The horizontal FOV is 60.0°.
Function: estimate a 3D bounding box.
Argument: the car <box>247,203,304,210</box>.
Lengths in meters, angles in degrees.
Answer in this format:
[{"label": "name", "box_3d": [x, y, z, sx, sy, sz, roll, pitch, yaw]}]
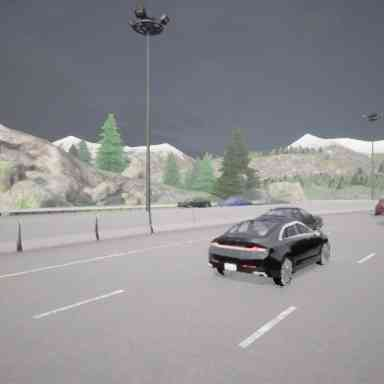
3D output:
[{"label": "car", "box_3d": [5.363, 1.547, 18.304, 2.033, 1.411, 5.357, 0, 0, 43]}]

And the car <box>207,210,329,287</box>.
[{"label": "car", "box_3d": [2.393, 1.491, 9.471, 2.128, 1.511, 4.902, 0, 0, 39]}]

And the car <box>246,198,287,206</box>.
[{"label": "car", "box_3d": [8.644, 1.491, 36.412, 4.902, 1.511, 2.128, 0, 0, -41]}]

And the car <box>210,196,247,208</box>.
[{"label": "car", "box_3d": [4.786, 1.477, 37.653, 5.008, 1.535, 1.882, 0, 0, -42]}]

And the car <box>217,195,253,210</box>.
[{"label": "car", "box_3d": [5.553, 1.352, 42.973, 4.553, 1.767, 2.097, 0, 0, -40]}]

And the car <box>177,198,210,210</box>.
[{"label": "car", "box_3d": [0.293, 1.477, 43.008, 5.008, 1.535, 1.882, 0, 0, -42]}]

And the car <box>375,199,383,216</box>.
[{"label": "car", "box_3d": [19.065, 1.353, 31.248, 4.553, 1.767, 2.097, 0, 0, -40]}]

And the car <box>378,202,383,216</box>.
[{"label": "car", "box_3d": [14.573, 1.525, 22.617, 4.674, 1.442, 1.812, 0, 0, -44]}]
